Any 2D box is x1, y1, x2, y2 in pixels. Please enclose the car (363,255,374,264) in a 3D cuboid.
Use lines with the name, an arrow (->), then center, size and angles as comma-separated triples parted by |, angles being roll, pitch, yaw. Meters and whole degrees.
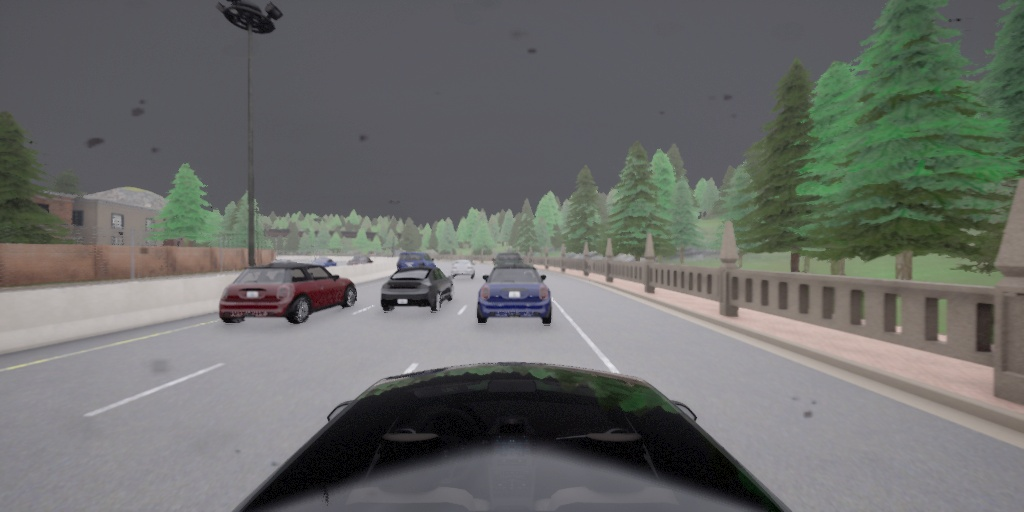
car -> -16.062, 0.802, 38.055 | 2.097, 1.767, 4.553 | 0, 0, -11

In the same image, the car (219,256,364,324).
car -> -6.923, 1.020, 11.705 | 2.097, 1.767, 4.553 | 0, 1, 0

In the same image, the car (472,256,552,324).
car -> 0.077, 1.020, 11.704 | 2.097, 1.767, 4.553 | 0, 1, 0

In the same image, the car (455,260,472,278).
car -> -4.071, 1.044, 29.703 | 1.812, 1.442, 4.674 | 0, 0, -6

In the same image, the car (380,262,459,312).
car -> -3.416, 1.156, 13.622 | 1.837, 1.490, 4.892 | 0, 0, 0

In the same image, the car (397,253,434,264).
car -> -7.354, 0.755, 27.745 | 2.150, 2.045, 5.566 | 0, 0, -4

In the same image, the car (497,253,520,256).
car -> -0.354, 0.755, 27.799 | 2.150, 2.045, 5.566 | 0, 0, -4
